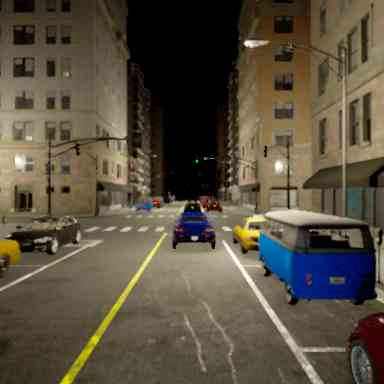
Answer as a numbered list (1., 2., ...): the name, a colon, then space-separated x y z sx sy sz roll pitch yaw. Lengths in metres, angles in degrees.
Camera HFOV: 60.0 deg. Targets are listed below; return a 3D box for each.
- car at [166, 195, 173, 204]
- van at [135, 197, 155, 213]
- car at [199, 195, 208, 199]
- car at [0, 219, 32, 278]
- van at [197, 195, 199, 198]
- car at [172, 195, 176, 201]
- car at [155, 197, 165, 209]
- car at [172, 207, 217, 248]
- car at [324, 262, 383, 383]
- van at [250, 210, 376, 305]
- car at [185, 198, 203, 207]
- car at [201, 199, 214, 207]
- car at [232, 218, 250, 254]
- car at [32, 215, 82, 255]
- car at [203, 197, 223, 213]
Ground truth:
1. car: -5.868 1.968 74.305 1.887 1.381 4.507 0 0 0
2. van: -5.864 1.592 40.789 1.690 1.788 3.998 0 0 0
3. car: 2.660 1.631 51.978 2.192 1.841 5.009 0 0 0
4. car: -5.858 1.576 7.756 1.752 1.417 4.829 0 0 0
5. van: 2.657 1.765 74.318 1.690 1.788 3.998 0 0 0
6. car: -5.871 2.036 85.477 1.947 1.339 4.313 0 0 0
7. car: -5.866 1.630 51.962 2.192 1.841 5.009 0 0 0
8. car: 0.054 1.622 15.175 1.812 1.442 4.674 0 0 -1
9. car: 2.668 1.598 2.272 1.802 1.307 4.206 0 0 0
10. van: 2.667 1.393 7.944 1.690 1.788 3.998 0 0 0
11. car: 0.094 1.818 41.362 1.994 1.385 4.181 0 0 0
12. car: 2.659 1.912 57.561 1.947 1.339 4.313 0 0 0
13. car: 2.666 1.613 13.782 1.752 1.417 4.829 0 0 0
14. car: -5.859 1.637 13.592 2.008 1.369 4.403 0 0 0
15. car: 2.662 1.692 40.807 1.967 1.590 4.097 0 0 0
